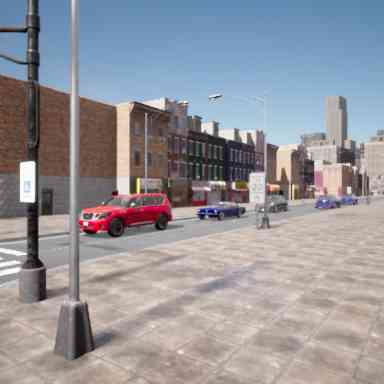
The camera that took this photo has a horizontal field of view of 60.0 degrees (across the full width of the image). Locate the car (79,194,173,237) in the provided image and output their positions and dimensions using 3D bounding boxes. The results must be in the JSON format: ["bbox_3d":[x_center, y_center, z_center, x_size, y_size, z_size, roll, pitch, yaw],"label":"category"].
[{"bbox_3d":[-3.350,1.113,17.757,2.150,2.045,5.566,0,0,36],"label":"car"}]

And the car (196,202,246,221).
[{"bbox_3d":[2.334,1.432,25.740,1.895,1.301,4.718,0,0,35],"label":"car"}]

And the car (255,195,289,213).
[{"bbox_3d":[8.141,1.136,33.856,2.097,1.767,4.553,0,0,36],"label":"car"}]

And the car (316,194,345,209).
[{"bbox_3d":[16.915,1.105,41.098,2.097,1.767,4.553,0,0,36],"label":"car"}]

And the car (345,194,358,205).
[{"bbox_3d":[24.223,1.062,51.292,2.097,1.767,4.553,0,0,32],"label":"car"}]
